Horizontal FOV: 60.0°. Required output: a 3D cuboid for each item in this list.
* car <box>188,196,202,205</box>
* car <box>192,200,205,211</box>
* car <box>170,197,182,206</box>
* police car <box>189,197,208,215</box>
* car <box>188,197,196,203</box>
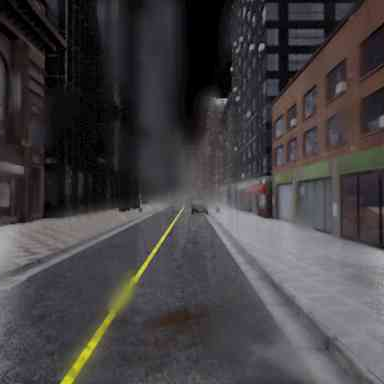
[{"bbox_3d":[0.887,1.730,55.472,2.150,2.045,5.566,0,-1,0],"label":"car"},{"bbox_3d":[0.888,1.954,49.439,1.837,1.490,4.892,0,-1,0],"label":"car"},{"bbox_3d":[-3.017,2.173,71.010,2.128,1.511,4.902,0,-1,0],"label":"car"},{"bbox_3d":[0.890,1.783,39.550,1.930,1.638,5.238,0,-1,0],"label":"police car"},{"bbox_3d":[-0.022,2.236,91.284,2.128,1.511,4.902,0,-1,0],"label":"car"}]
